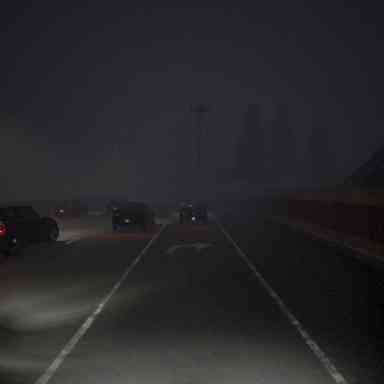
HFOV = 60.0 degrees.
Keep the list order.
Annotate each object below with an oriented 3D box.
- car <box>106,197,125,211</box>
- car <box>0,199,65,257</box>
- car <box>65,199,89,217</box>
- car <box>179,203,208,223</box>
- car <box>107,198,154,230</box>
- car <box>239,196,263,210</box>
[{"bbox_3d":[-6.907,1.266,32.159,2.128,1.511,4.902,0,0,0],"label":"car"},{"bbox_3d":[-6.903,1.262,12.701,2.097,1.767,4.553,0,0,0],"label":"car"},{"bbox_3d":[-10.407,1.323,28.838,1.812,1.442,4.674,0,0,0],"label":"car"},{"bbox_3d":[0.094,1.433,23.928,1.895,1.301,4.718,0,0,0],"label":"car"},{"bbox_3d":[-3.404,1.338,19.927,1.882,1.535,5.008,0,0,0],"label":"car"},{"bbox_3d":[7.489,1.147,36.173,4.674,1.442,1.812,-3,0,-7],"label":"car"}]
